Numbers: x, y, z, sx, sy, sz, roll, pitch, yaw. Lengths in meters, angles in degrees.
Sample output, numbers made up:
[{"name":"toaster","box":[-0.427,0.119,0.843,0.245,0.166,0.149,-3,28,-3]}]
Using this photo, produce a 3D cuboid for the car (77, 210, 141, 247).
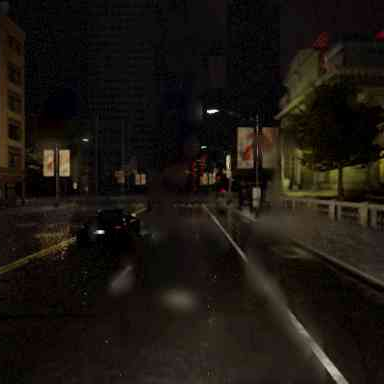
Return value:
[{"name":"car","box":[-3.428,1.443,14.379,1.994,1.385,4.181,0,0,0]}]

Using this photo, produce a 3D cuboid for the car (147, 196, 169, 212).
[{"name":"car","box":[-3.457,1.199,34.438,2.128,1.511,4.902,0,0,0]}]
